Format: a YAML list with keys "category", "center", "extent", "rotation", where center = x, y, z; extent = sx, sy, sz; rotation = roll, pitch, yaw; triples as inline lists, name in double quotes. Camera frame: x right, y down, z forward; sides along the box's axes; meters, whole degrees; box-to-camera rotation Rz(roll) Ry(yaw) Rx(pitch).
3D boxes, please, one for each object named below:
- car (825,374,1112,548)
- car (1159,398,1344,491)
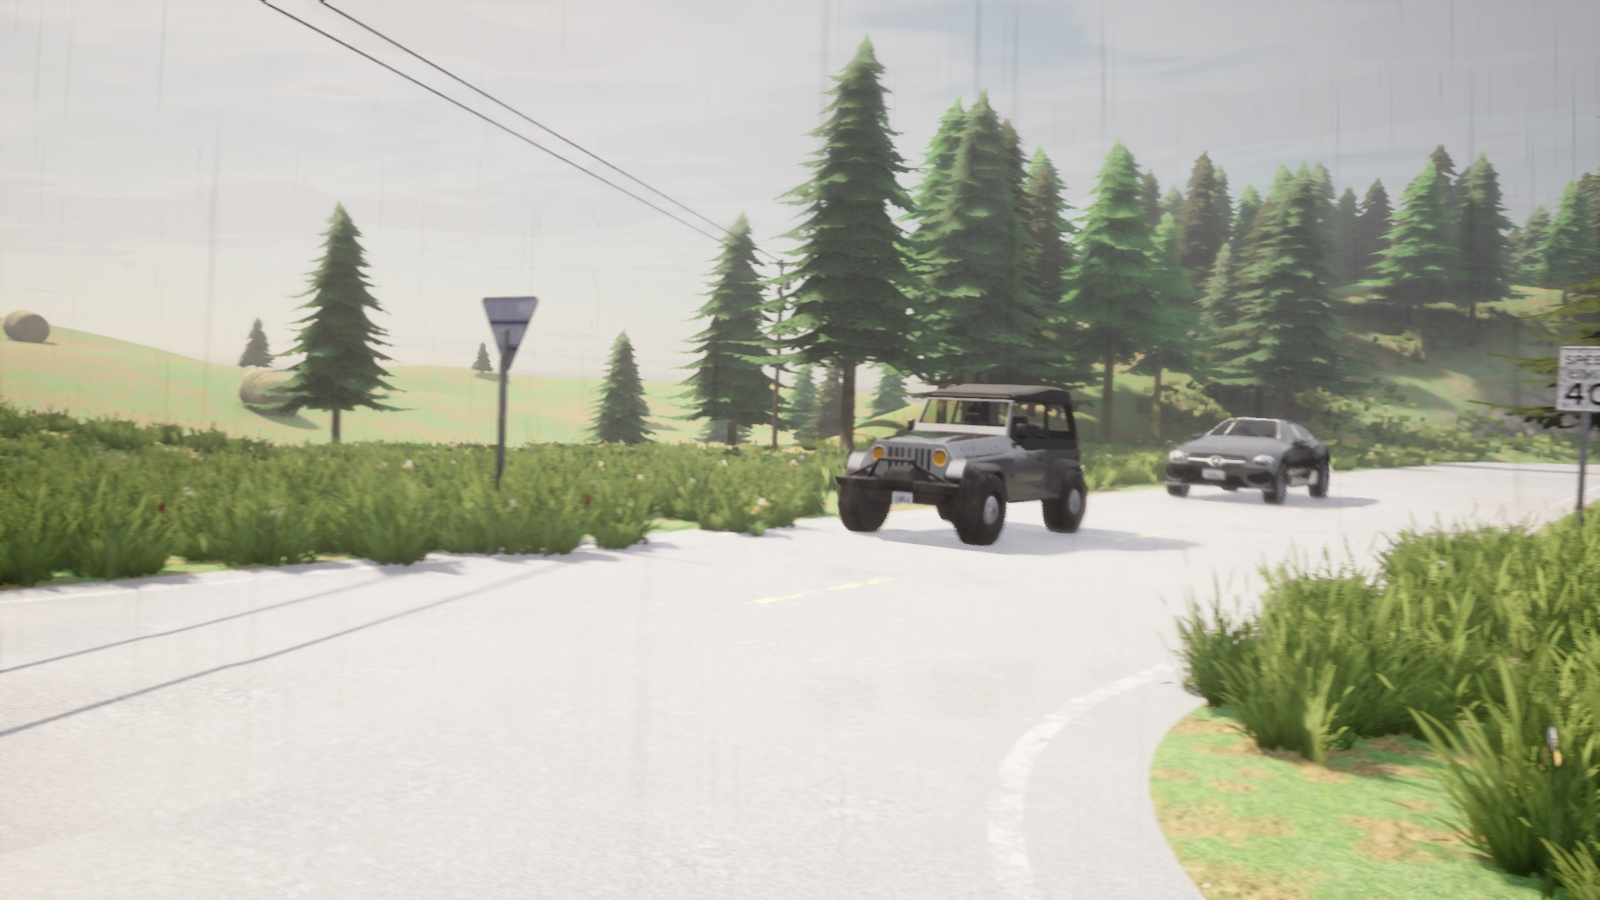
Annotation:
- category: "car"
  center: [2.223, 0.050, 15.729]
  extent: [1.905, 1.878, 3.866]
  rotation: [3, 3, 36]
- category: "car"
  center: [9.242, -0.166, 25.399]
  extent: [2.152, 1.651, 5.027]
  rotation: [3, 3, 36]
